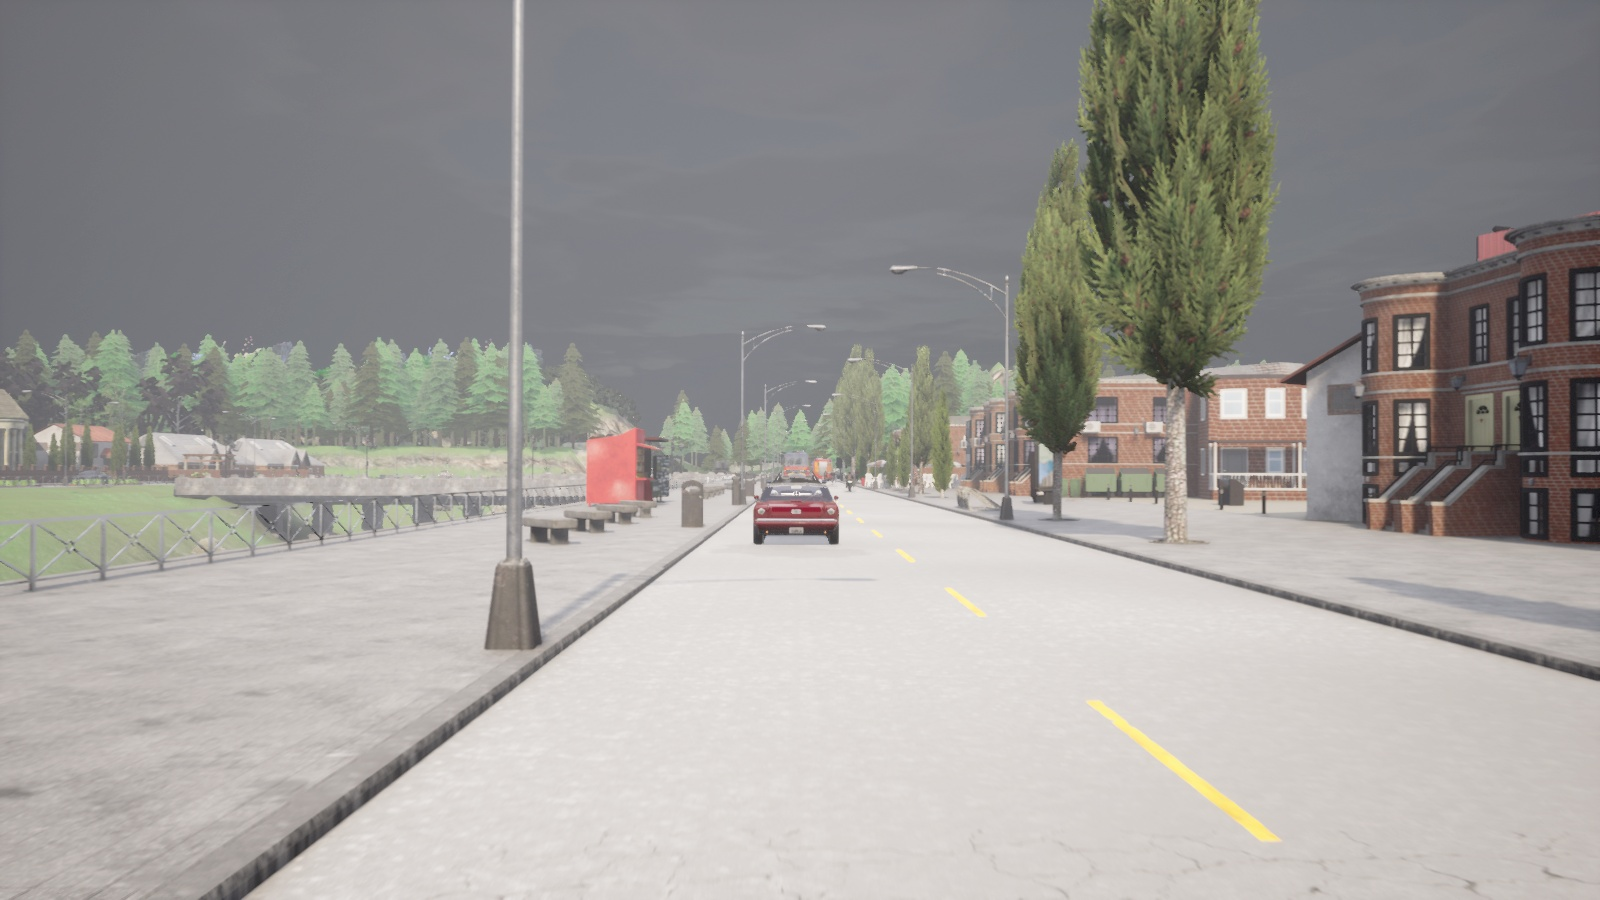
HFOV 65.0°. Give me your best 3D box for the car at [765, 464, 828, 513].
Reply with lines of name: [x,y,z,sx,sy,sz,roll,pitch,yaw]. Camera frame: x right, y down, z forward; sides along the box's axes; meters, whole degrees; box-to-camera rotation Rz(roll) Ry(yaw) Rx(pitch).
car: [-0.118,1.353,45.343,2.152,1.651,5.027,0,-1,0]

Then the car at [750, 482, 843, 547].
car: [-0.073,1.387,28.149,1.895,1.301,4.718,0,-1,0]
